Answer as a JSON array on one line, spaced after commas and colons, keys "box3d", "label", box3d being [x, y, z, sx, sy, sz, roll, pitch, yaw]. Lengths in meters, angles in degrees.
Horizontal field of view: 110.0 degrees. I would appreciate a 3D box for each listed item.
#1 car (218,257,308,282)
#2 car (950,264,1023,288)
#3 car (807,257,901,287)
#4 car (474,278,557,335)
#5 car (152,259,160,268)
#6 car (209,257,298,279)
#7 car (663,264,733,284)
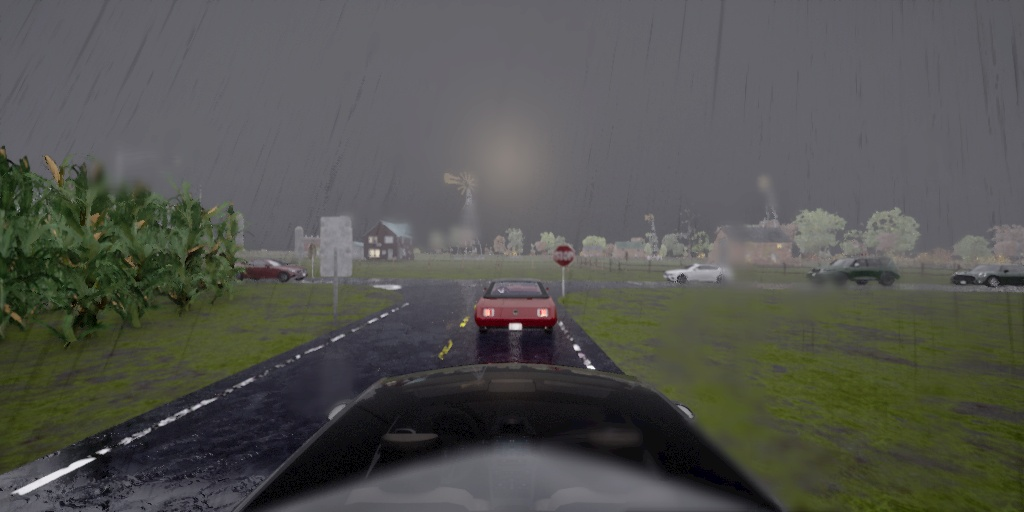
[{"box3d": [-15.659, 0.890, 22.994, 4.674, 1.442, 1.812, 1, 0, 0], "label": "car"}, {"box3d": [35.172, 1.370, 26.177, 4.553, 1.767, 2.097, 1, 0, 0], "label": "car"}, {"box3d": [24.876, 1.113, 26.144, 5.566, 2.045, 2.150, 1, 0, -1], "label": "car"}, {"box3d": [0.134, 1.278, 10.250, 1.895, 1.301, 4.718, 0, 0, 1], "label": "car"}, {"box3d": [-26.017, 0.457, 22.945, 5.566, 2.045, 2.150, 1, 0, -1], "label": "car"}, {"box3d": [-18.538, 0.844, 25.906, 4.902, 1.511, 2.128, 1, 0, 0], "label": "car"}, {"box3d": [13.485, 1.276, 26.083, 4.674, 1.442, 1.812, 1, 0, 0], "label": "car"}]
